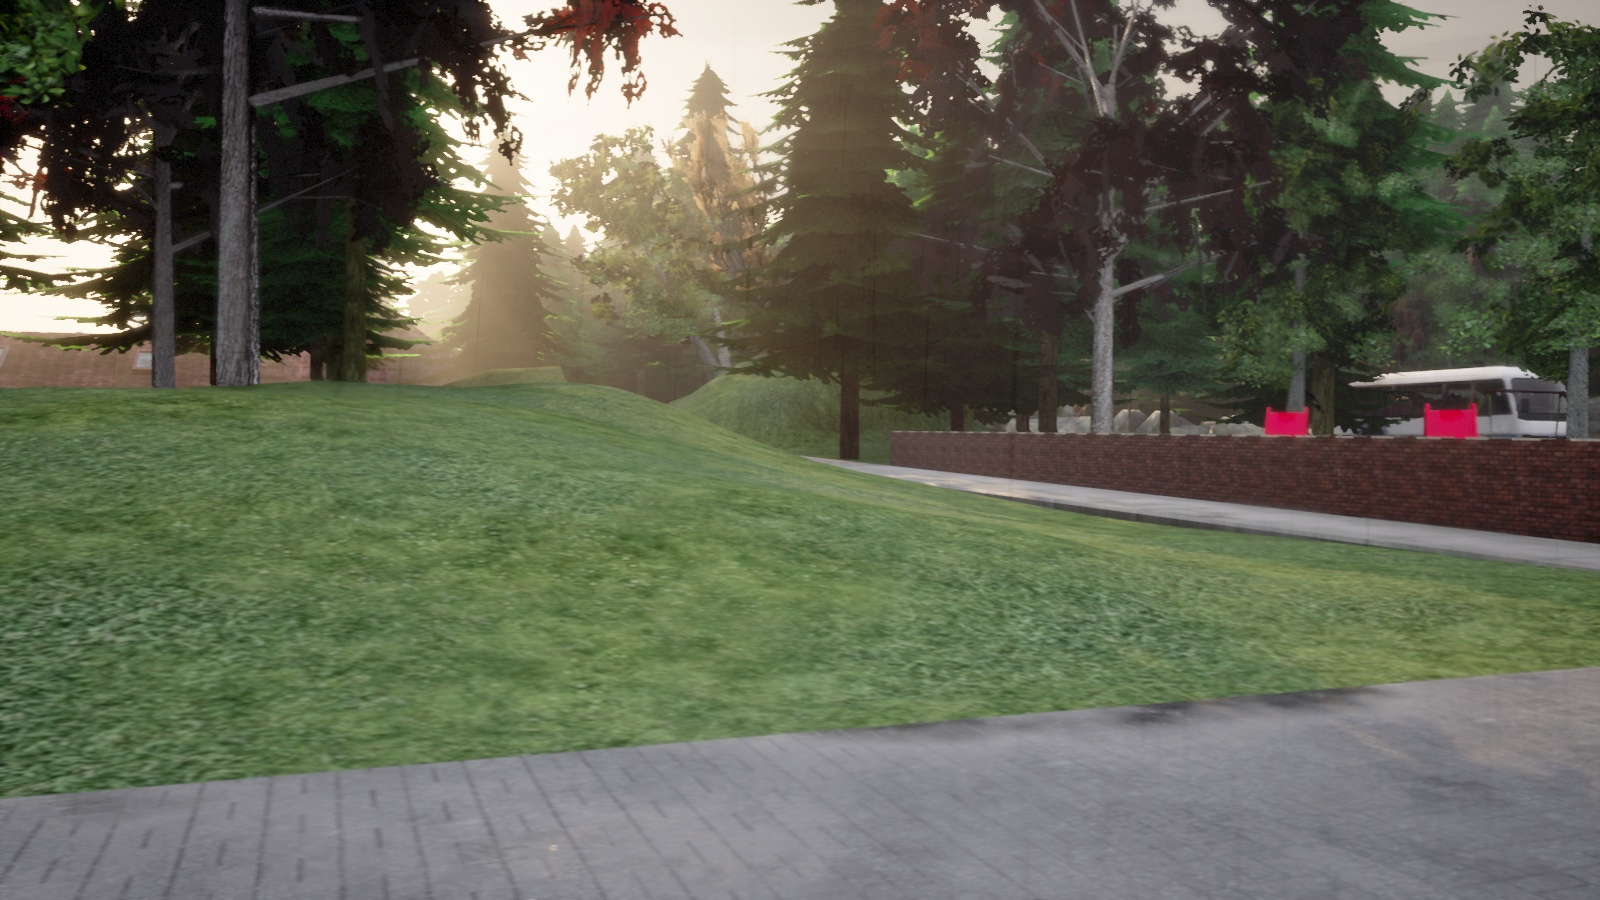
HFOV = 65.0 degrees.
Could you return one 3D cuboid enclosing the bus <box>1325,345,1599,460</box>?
[{"bbox_3d":[27.152,-1.792,51.938,3.944,4.253,10.273,-1,0,-21],"label":"bus"}]
